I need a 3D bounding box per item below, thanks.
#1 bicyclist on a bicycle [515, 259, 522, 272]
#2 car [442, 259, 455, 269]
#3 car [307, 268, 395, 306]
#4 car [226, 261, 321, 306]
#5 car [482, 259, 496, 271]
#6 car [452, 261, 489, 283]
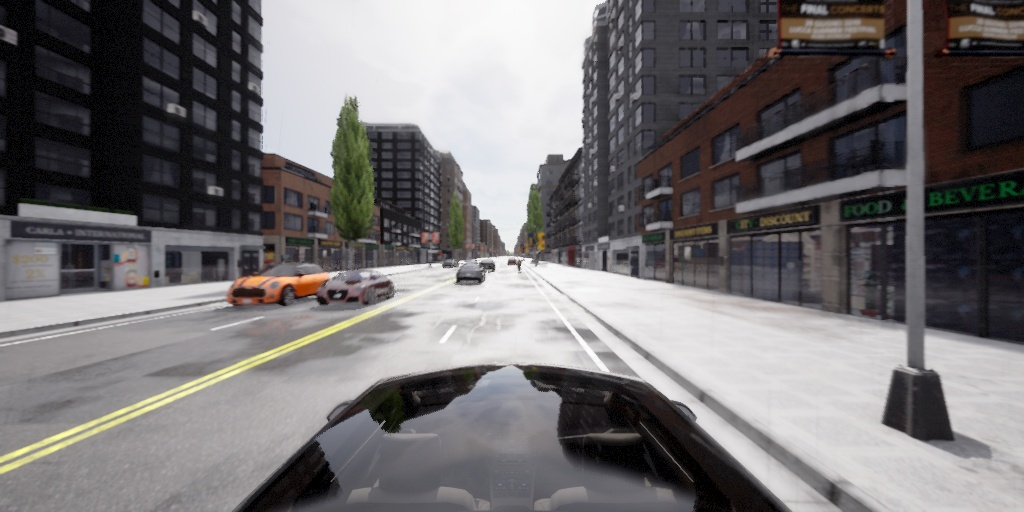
[{"bbox_3d":[0.894,1.175,41.531,0.582,1.620,1.656,0,0,0],"label":"bicyclist on a bicycle"},{"bbox_3d":[-9.788,1.249,57.345,2.033,1.411,5.357,0,0,1],"label":"car"},{"bbox_3d":[-6.597,1.310,15.550,1.994,1.385,4.181,0,0,0],"label":"car"},{"bbox_3d":[-9.848,1.097,15.583,2.097,1.767,4.553,0,0,0],"label":"car"},{"bbox_3d":[-3.149,1.193,47.061,1.882,1.535,5.008,0,0,0],"label":"car"},{"bbox_3d":[-3.150,1.300,28.035,1.994,1.385,4.181,0,0,0],"label":"car"}]
